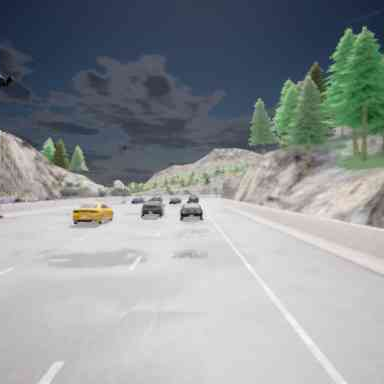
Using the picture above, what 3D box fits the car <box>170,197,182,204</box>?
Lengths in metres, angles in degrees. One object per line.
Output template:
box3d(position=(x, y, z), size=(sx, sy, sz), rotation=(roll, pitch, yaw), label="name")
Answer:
box3d(position=(-3.086, 1.594, 64.854), size=(1.994, 1.385, 4.181), rotation=(0, 0, 5), label="car")

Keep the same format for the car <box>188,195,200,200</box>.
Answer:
box3d(position=(0.425, 1.387, 64.837), size=(2.097, 1.767, 4.553), rotation=(0, 0, 5), label="car")

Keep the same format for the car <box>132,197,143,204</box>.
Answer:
box3d(position=(-10.150, 1.585, 64.091), size=(1.994, 1.385, 4.181), rotation=(0, 0, 4), label="car")

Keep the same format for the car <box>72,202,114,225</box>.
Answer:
box3d(position=(-7.008, 1.482, 24.009), size=(1.882, 1.535, 5.008), rotation=(0, 0, 0), label="car")

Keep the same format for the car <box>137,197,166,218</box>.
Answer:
box3d(position=(-3.548, 1.516, 30.859), size=(1.837, 1.490, 4.892), rotation=(0, 0, 0), label="car")

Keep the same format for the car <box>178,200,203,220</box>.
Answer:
box3d(position=(-0.043, 1.616, 28.629), size=(1.895, 1.301, 4.718), rotation=(0, 0, 0), label="car")

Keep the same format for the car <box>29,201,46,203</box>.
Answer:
box3d(position=(-21.267, 1.547, 47.273), size=(2.033, 1.411, 5.357), rotation=(0, 0, 0), label="car")
